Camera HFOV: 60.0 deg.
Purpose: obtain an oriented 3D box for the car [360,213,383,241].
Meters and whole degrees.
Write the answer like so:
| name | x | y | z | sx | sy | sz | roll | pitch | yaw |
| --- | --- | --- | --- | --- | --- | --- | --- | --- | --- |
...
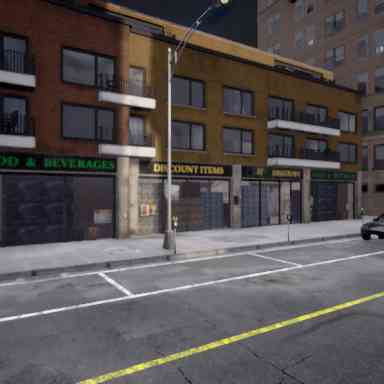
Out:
| name | x | y | z | sx | sy | sz | roll | pitch | yaw |
| --- | --- | --- | --- | --- | --- | --- | --- | --- | --- |
| car | 9.732 | 1.565 | 15.538 | 4.313 | 1.339 | 1.947 | 0 | 0 | -32 |
